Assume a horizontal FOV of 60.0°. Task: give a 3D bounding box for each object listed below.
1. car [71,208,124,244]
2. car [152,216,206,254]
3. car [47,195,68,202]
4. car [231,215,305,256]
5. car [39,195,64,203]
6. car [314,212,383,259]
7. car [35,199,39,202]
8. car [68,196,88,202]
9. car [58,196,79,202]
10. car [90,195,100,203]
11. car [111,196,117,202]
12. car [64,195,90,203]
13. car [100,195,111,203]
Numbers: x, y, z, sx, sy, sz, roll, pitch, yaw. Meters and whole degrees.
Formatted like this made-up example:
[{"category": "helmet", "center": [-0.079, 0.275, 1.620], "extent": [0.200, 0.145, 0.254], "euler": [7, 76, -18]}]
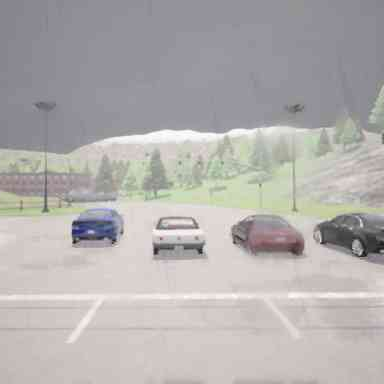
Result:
[{"category": "car", "center": [-4.453, 1.522, 16.253], "extent": [1.882, 1.535, 5.008], "euler": [0, 0, -6]}, {"category": "car", "center": [-0.651, 1.636, 13.642], "extent": [1.895, 1.301, 4.718], "euler": [0, 0, -5]}, {"category": "car", "center": [-32.447, 1.516, 80.310], "extent": [4.553, 1.767, 2.097], "euler": [0, 0, 21]}, {"category": "car", "center": [2.868, 1.596, 13.403], "extent": [1.994, 1.385, 4.181], "euler": [0, 0, -5]}, {"category": "car", "center": [-29.661, 1.700, 71.111], "extent": [4.892, 1.490, 1.837], "euler": [0, 0, 29]}, {"category": "car", "center": [6.438, 1.533, 12.830], "extent": [1.837, 1.490, 4.892], "euler": [0, 0, -5]}, {"category": "car", "center": [-34.233, 1.688, 77.252], "extent": [4.674, 1.442, 1.812], "euler": [0, 0, 18]}, {"category": "car", "center": [-29.735, 1.684, 86.762], "extent": [4.902, 1.511, 2.128], "euler": [0, 0, 21]}, {"category": "car", "center": [-31.105, 1.659, 83.541], "extent": [4.892, 1.490, 1.837], "euler": [0, 0, 21]}, {"category": "car", "center": [-23.840, 1.760, 75.681], "extent": [4.181, 1.385, 1.994], "euler": [0, 0, 32]}, {"category": "car", "center": [-20.719, 1.721, 82.010], "extent": [4.892, 1.490, 1.837], "euler": [0, 0, 32]}, {"category": "car", "center": [-25.131, 1.699, 72.332], "extent": [4.892, 1.490, 1.837], "euler": [0, 0, 36]}, {"category": "car", "center": [-22.190, 1.569, 78.792], "extent": [4.553, 1.767, 2.097], "euler": [0, 0, 32]}]
